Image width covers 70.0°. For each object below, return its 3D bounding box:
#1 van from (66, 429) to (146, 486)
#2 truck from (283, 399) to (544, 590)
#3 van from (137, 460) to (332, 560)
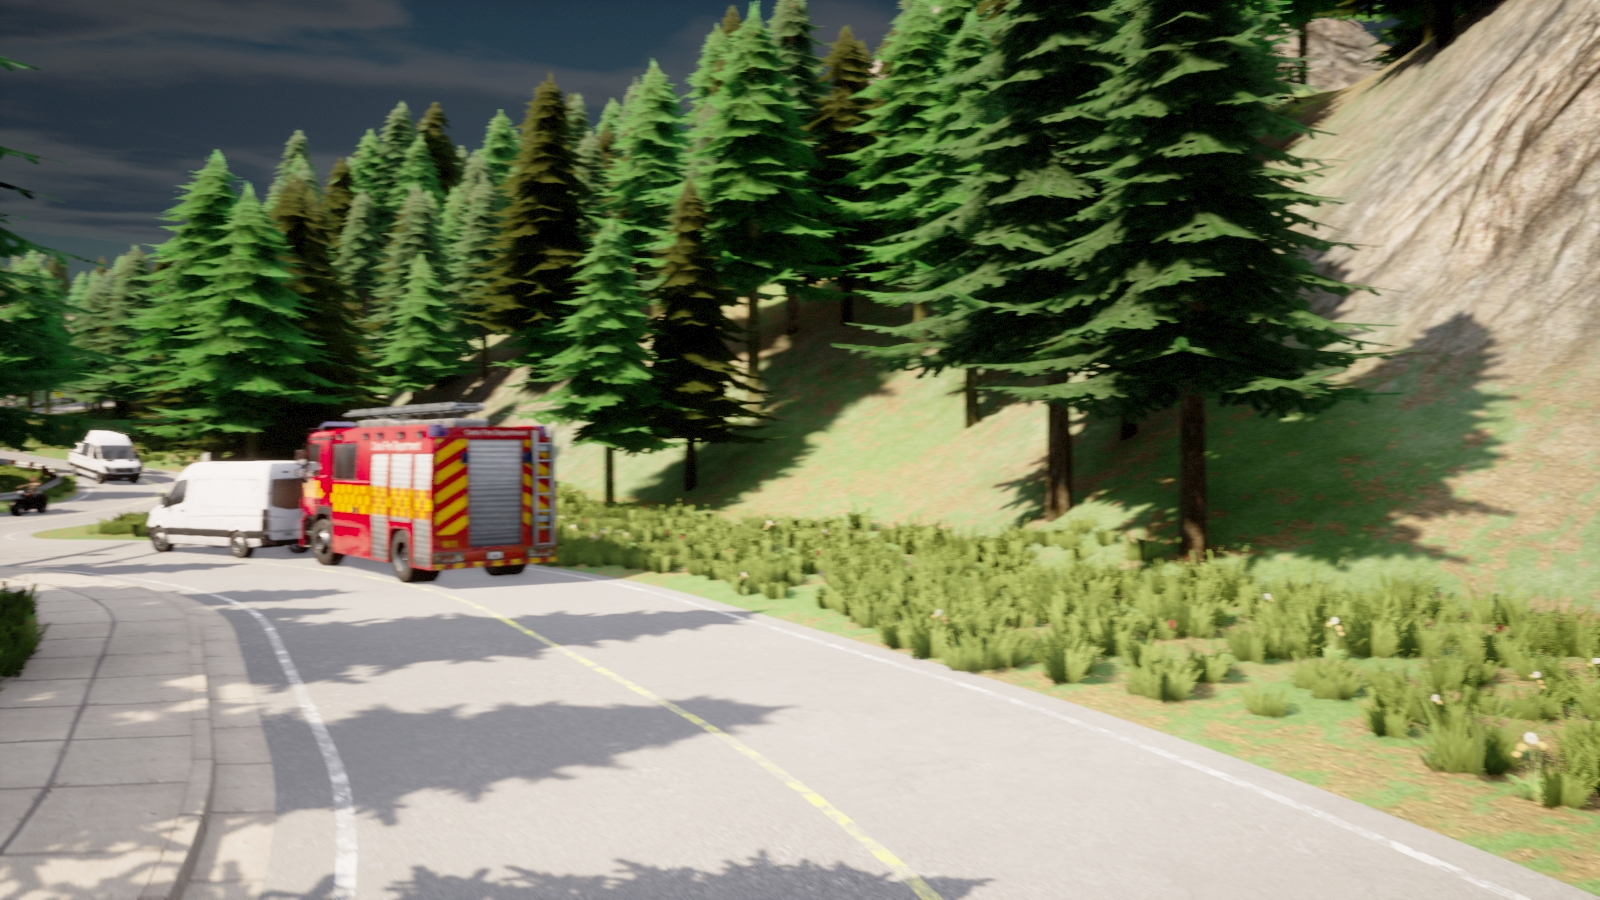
[{"bbox_3d":[-38.578,0.364,63.402,5.915,2.561,1.988,7,5,40],"label":"van"},{"bbox_3d":[-9.435,0.900,27.116,2.891,3.827,8.468,0,0,-41],"label":"truck"},{"bbox_3d":[-15.800,1.564,31.815,5.915,2.561,1.988,0,0,31],"label":"van"}]
